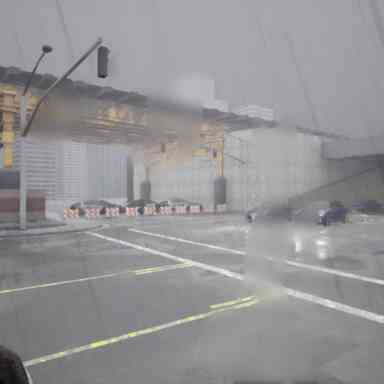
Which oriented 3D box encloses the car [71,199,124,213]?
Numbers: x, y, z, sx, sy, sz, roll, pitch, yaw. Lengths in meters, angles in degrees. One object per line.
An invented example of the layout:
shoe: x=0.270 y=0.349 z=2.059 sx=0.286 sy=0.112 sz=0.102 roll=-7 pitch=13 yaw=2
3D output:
car: x=-9.046 y=1.294 z=32.085 sx=4.536 sy=1.218 sz=1.853 roll=0 pitch=0 yaw=8

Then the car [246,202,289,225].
car: x=5.744 y=1.490 z=24.420 sx=2.128 sy=1.511 sz=4.902 roll=0 pitch=0 yaw=40

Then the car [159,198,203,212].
car: x=-1.351 y=1.451 z=38.536 sx=4.974 sy=1.542 sz=2.038 roll=0 pitch=0 yaw=-7

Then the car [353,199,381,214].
car: x=18.313 y=1.523 z=35.225 sx=4.674 sy=1.442 sz=1.812 roll=0 pitch=0 yaw=-37

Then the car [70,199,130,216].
car: x=-8.995 y=1.452 z=32.078 sx=4.974 sy=1.542 sz=2.038 roll=0 pitch=0 yaw=8

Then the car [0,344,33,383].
car: x=-3.331 y=1.492 z=1.395 sx=4.902 sy=1.511 sz=2.128 roll=0 pitch=0 yaw=-35

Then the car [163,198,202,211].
car: x=-1.403 y=1.294 z=38.530 sx=4.536 sy=1.218 sz=1.853 roll=0 pitch=0 yaw=-7

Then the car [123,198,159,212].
car: x=-5.239 y=1.294 z=34.819 sx=1.853 sy=1.218 sz=4.536 roll=0 pitch=0 yaw=18

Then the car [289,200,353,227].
car: x=8.983 y=1.350 z=22.956 sx=4.553 sy=1.767 sz=2.097 roll=0 pitch=0 yaw=-45

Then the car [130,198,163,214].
car: x=-5.255 y=1.452 z=34.770 sx=2.038 sy=1.542 sz=4.974 roll=0 pitch=0 yaw=18
